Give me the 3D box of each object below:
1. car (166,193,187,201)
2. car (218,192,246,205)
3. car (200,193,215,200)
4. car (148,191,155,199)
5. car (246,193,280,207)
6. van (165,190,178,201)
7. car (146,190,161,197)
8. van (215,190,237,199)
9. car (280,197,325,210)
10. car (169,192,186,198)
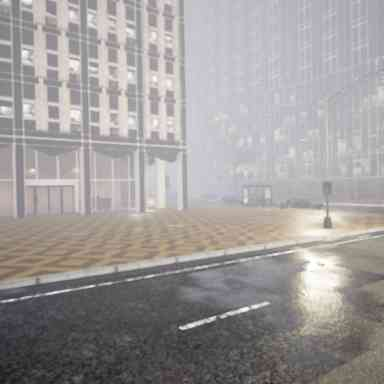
[{"bbox_3d":[-2.958,0.866,63.446,1.994,1.385,4.181,-2,1,-34],"label":"car"},{"bbox_3d":[5.897,1.111,45.676,1.947,1.339,4.313,-1,1,-34],"label":"car"},{"bbox_3d":[3.228,0.777,64.506,1.802,1.307,4.206,-1,1,-34],"label":"car"},{"bbox_3d":[-10.107,0.828,69.157,2.008,1.369,4.403,-1,1,-34],"label":"car"},{"bbox_3d":[9.058,1.181,40.953,1.802,1.307,4.206,-1,1,-34],"label":"car"},{"bbox_3d":[-3.688,0.727,59.773,1.690,1.788,3.998,-1,1,-34],"label":"van"},{"bbox_3d":[-9.612,0.418,83.266,1.967,1.590,4.097,-1,1,-34],"label":"car"},{"bbox_3d":[6.436,0.590,59.812,1.690,1.788,3.998,-1,1,-34],"label":"van"},{"bbox_3d":[12.254,1.217,36.250,1.947,1.339,4.313,-1,1,-34],"label":"car"},{"bbox_3d":[-3.191,0.669,73.888,1.802,1.307,4.206,-1,1,-34],"label":"car"}]
